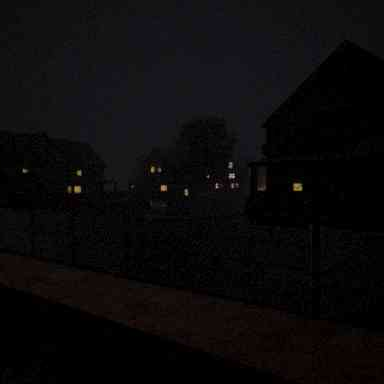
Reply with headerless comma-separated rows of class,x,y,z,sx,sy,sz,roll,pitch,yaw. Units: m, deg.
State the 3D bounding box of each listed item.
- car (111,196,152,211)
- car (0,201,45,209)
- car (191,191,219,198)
car,-5.516,1.042,29.816,1.994,1.385,4.181,1,2,36
car,-11.870,1.285,20.849,2.033,1.411,5.357,1,2,34
car,1.692,0.694,39.930,1.837,1.490,4.892,1,1,36
